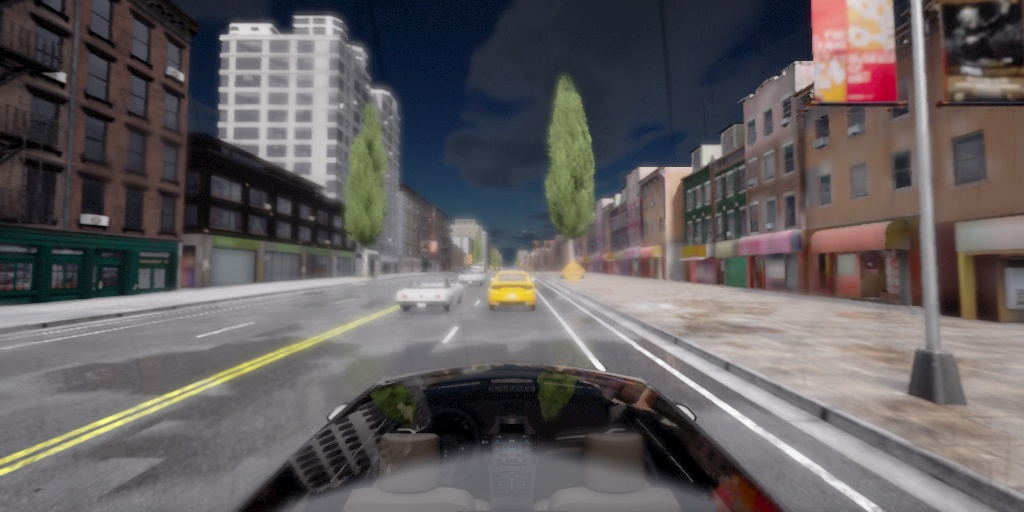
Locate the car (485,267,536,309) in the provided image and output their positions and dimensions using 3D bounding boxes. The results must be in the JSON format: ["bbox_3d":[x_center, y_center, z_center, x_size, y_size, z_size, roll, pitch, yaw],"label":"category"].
[{"bbox_3d":[0.026,1.419,16.151,1.882,1.535,5.008,0,-1,1],"label":"car"}]

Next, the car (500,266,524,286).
[{"bbox_3d":[0.024,1.693,31.150,1.882,1.535,5.008,0,-1,1],"label":"car"}]

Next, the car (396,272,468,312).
[{"bbox_3d":[-3.236,1.527,15.164,1.895,1.301,4.718,0,-1,0],"label":"car"}]

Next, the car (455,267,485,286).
[{"bbox_3d":[-3.238,1.796,30.173,1.895,1.301,4.718,0,-1,0],"label":"car"}]

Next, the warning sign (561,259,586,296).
[{"bbox_3d":[3.222,1.094,18.643,1.300,1.860,1.060,0,0,0],"label":"warning sign"}]
